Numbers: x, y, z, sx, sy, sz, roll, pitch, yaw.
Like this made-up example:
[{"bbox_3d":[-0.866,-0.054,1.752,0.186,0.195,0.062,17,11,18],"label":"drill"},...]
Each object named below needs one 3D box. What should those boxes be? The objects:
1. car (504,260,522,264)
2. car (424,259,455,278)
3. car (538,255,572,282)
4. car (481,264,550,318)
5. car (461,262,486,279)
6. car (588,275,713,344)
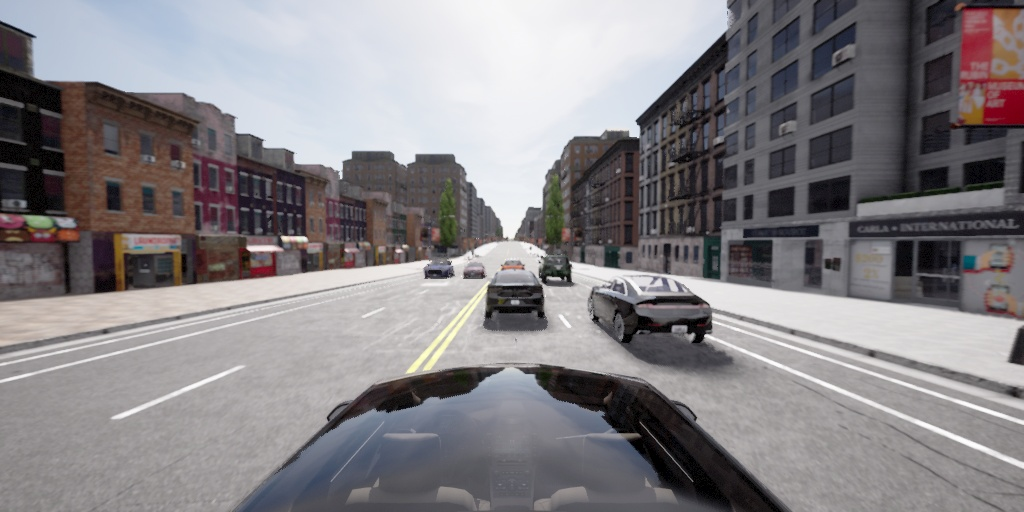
[{"bbox_3d":[0.080,1.083,30.623,2.097,1.767,4.553,0,0,0],"label":"car"},{"bbox_3d":[-6.609,1.080,32.939,2.097,1.767,4.553,0,0,0],"label":"car"},{"bbox_3d":[3.328,0.956,28.366,2.150,2.045,5.566,0,0,0],"label":"car"},{"bbox_3d":[0.091,1.225,13.040,1.882,1.535,5.008,0,0,0],"label":"car"},{"bbox_3d":[-3.361,1.253,32.918,1.812,1.442,4.674,0,0,0],"label":"car"},{"bbox_3d":[3.343,1.241,9.579,2.128,1.511,4.902,0,0,0],"label":"car"}]
